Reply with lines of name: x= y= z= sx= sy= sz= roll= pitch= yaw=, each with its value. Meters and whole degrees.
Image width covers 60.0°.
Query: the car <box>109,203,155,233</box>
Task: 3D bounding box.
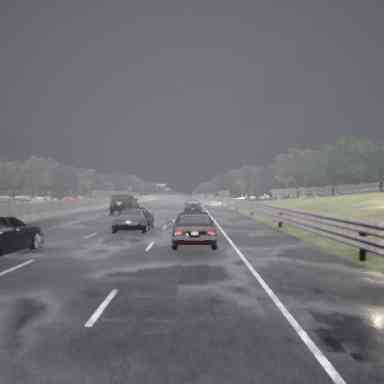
car: x=-3.401 y=1.581 z=19.774 sx=1.994 sy=1.385 sz=4.181 roll=0 pitch=0 yaw=0

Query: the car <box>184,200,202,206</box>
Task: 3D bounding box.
car: x=0.098 y=1.564 z=36.142 sx=1.812 sy=1.442 sz=4.674 roll=0 pitch=0 yaw=0

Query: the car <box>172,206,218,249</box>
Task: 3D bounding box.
car: x=0.099 y=1.560 z=14.671 sx=2.033 sy=1.411 sz=5.357 roll=0 pitch=0 yaw=0

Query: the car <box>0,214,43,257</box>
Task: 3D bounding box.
car: x=-6.901 y=1.514 z=11.455 sx=1.837 sy=1.490 sz=4.892 roll=0 pitch=0 yaw=0

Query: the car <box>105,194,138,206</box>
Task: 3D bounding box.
car: x=-6.902 y=1.256 z=34.183 sx=2.150 sy=2.045 sz=5.566 roll=0 pitch=0 yaw=0

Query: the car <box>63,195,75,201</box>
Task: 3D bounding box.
car: x=-24.504 y=1.467 z=67.418 sx=2.097 sy=1.767 sz=4.553 roll=0 pitch=0 yaw=0

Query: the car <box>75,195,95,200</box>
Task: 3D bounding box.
car: x=-21.004 y=1.467 z=66.585 sx=2.097 sy=1.767 sz=4.553 roll=0 pitch=0 yaw=0

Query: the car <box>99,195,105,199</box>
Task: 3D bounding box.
car: x=-17.504 y=1.468 z=67.419 sx=2.097 sy=1.767 sz=4.553 roll=0 pitch=0 yaw=0
